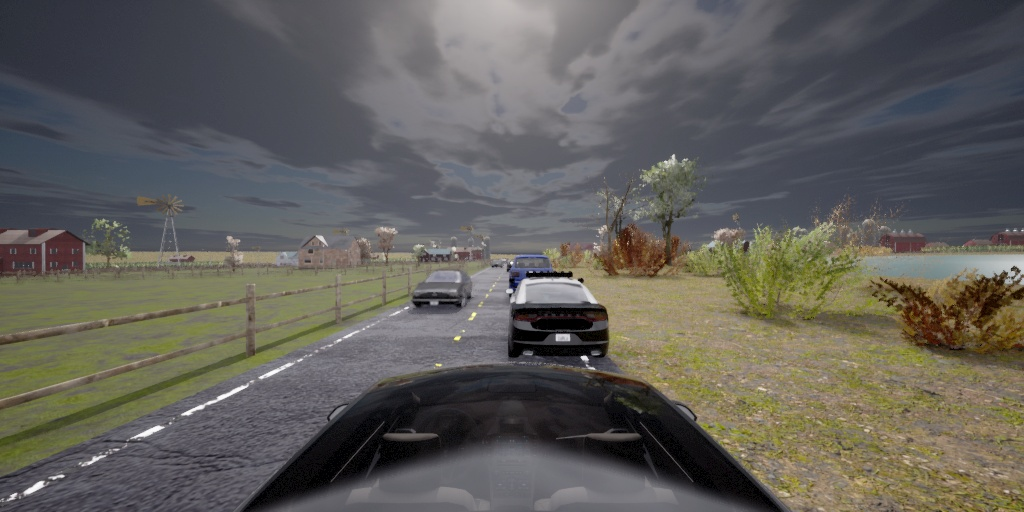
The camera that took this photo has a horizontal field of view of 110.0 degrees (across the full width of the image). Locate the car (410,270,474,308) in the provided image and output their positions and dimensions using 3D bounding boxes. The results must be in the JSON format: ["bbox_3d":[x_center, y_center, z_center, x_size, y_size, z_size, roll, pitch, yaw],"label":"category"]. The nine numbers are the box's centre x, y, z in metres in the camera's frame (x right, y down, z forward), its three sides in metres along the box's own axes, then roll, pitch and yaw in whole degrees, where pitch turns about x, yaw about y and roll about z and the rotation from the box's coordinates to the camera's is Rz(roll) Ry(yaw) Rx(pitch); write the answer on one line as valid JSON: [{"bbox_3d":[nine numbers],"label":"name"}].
[{"bbox_3d":[-2.756,1.297,15.426,2.033,1.411,5.357,0,0,0],"label":"car"}]

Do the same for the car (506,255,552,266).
[{"bbox_3d":[0.943,0.974,18.557,2.150,2.045,5.566,0,0,0],"label":"car"}]

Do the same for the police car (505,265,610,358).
[{"bbox_3d":[0.876,1.174,8.638,1.930,1.638,5.238,0,0,0],"label":"police car"}]

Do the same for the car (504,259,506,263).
[{"bbox_3d":[0.333,1.334,46.315,1.994,1.385,4.181,0,0,2],"label":"car"}]

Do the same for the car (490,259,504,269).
[{"bbox_3d":[-2.445,1.296,58.583,1.837,1.490,4.892,0,0,1],"label":"car"}]
